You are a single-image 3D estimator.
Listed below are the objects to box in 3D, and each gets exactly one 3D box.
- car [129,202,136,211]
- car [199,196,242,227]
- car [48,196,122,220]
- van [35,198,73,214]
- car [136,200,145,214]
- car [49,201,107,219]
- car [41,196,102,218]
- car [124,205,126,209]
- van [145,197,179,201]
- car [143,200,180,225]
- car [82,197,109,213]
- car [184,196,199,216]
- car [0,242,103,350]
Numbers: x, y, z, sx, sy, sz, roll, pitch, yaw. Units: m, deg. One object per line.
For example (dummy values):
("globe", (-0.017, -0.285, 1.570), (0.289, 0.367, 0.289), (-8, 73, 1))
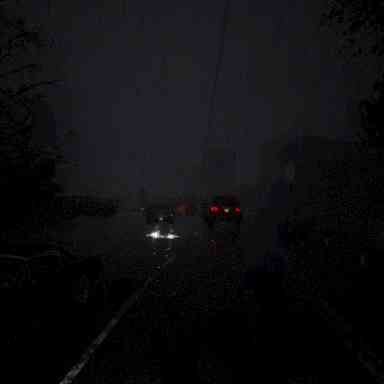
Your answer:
("car", (-6.054, 1.883, 47.429), (4.553, 1.767, 2.185), (0, -2, -32))
("car", (2.027, 1.314, 23.665), (2.150, 2.045, 5.566), (1, -1, -4))
("car", (-9.575, 1.395, 29.918), (5.566, 2.045, 2.435), (1, -1, -32))
("van", (-18.244, 1.798, 44.112), (4.442, 1.987, 1.878), (0, -2, -32))
("car", (-4.247, 1.846, 37.119), (1.994, 1.385, 4.181), (0, -1, -31))
("car", (-11.003, 1.690, 32.168), (4.892, 1.521, 2.231), (0, -1, -32))
("car", (-12.460, 1.487, 34.556), (5.566, 2.045, 2.435), (0, -1, -32))
("car", (-12.497, 1.908, 50.641), (2.150, 2.045, 5.566), (0, -2, -32))
("van", (-4.534, 1.707, 44.802), (4.442, 1.987, 1.878), (0, -2, -32))
("car", (-2.358, 1.579, 24.870), (2.128, 1.511, 4.902), (1, -1, -7))
("car", (-13.388, 1.764, 45.709), (2.150, 2.045, 5.566), (0, -2, -32))
("car", (1.937, 1.575, 34.524), (4.553, 1.767, 2.185), (0, -1, -32))
("car", (-3.223, 1.594, 5.391), (1.895, 1.301, 4.718), (0, 0, 8))
